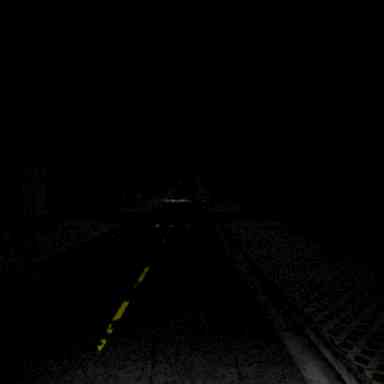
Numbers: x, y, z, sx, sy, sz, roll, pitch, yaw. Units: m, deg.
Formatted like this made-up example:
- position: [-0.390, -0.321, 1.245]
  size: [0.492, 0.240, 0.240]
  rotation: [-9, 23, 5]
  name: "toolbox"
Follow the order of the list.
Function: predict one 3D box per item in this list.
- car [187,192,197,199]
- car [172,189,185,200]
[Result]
- position: [0.047, 0.745, 67.023]
  size: [1.994, 1.385, 4.181]
  rotation: [0, 2, 0]
  name: "car"
- position: [-2.703, 0.391, 67.141]
  size: [2.150, 2.045, 5.566]
  rotation: [0, 2, 0]
  name: "car"
